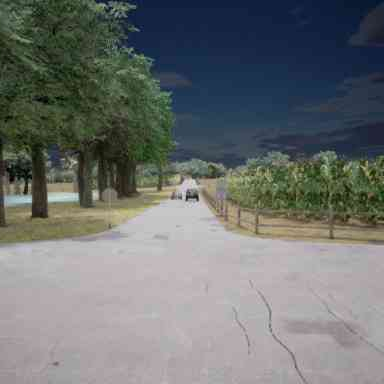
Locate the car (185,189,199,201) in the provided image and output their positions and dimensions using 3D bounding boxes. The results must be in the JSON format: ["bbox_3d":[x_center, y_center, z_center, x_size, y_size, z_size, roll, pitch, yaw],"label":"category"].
[{"bbox_3d":[0.027,0.435,55.074,2.150,2.045,5.566,0,2,0],"label":"car"}]

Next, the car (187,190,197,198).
[{"bbox_3d":[0.033,0.366,65.466,1.882,1.535,5.008,0,2,0],"label":"car"}]

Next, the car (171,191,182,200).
[{"bbox_3d":[-2.720,0.607,59.642,1.812,1.442,4.674,0,2,0],"label":"car"}]
